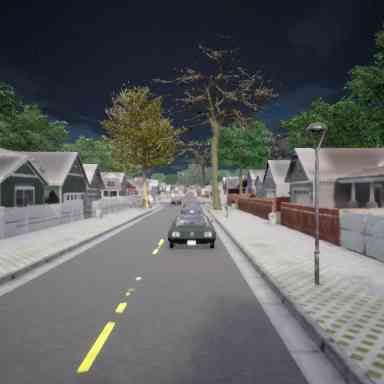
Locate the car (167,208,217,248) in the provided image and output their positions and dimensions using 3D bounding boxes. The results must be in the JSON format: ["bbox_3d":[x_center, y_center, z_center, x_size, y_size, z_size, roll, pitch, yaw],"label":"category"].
[{"bbox_3d":[0.000,1.619,14.681,1.895,1.301,4.718,0,0,0],"label":"car"}]

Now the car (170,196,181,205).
[{"bbox_3d":[-2.750,1.526,58.651,1.882,1.535,5.008,0,0,0],"label":"car"}]

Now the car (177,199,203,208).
[{"bbox_3d":[0.000,1.581,29.651,1.994,1.385,4.181,0,0,0],"label":"car"}]
